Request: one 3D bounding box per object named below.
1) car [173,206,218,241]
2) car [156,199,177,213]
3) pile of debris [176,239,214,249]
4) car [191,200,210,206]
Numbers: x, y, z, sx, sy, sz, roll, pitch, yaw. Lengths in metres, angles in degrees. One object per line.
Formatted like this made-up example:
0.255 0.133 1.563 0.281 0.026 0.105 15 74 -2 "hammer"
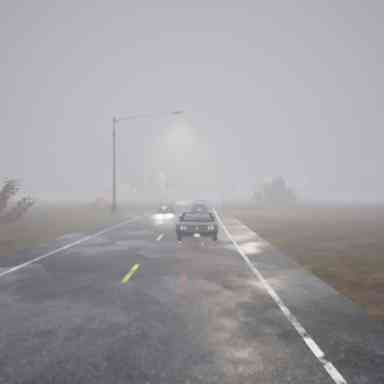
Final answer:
0.269 1.600 16.757 1.895 1.301 4.718 0 0 1 "car"
-2.769 1.490 36.768 2.128 1.511 4.902 0 0 3 "car"
0.120 2.176 14.093 1.500 0.140 1.860 0 0 1 "pile of debris"
0.838 1.526 34.441 1.812 1.442 4.674 0 0 2 "car"
